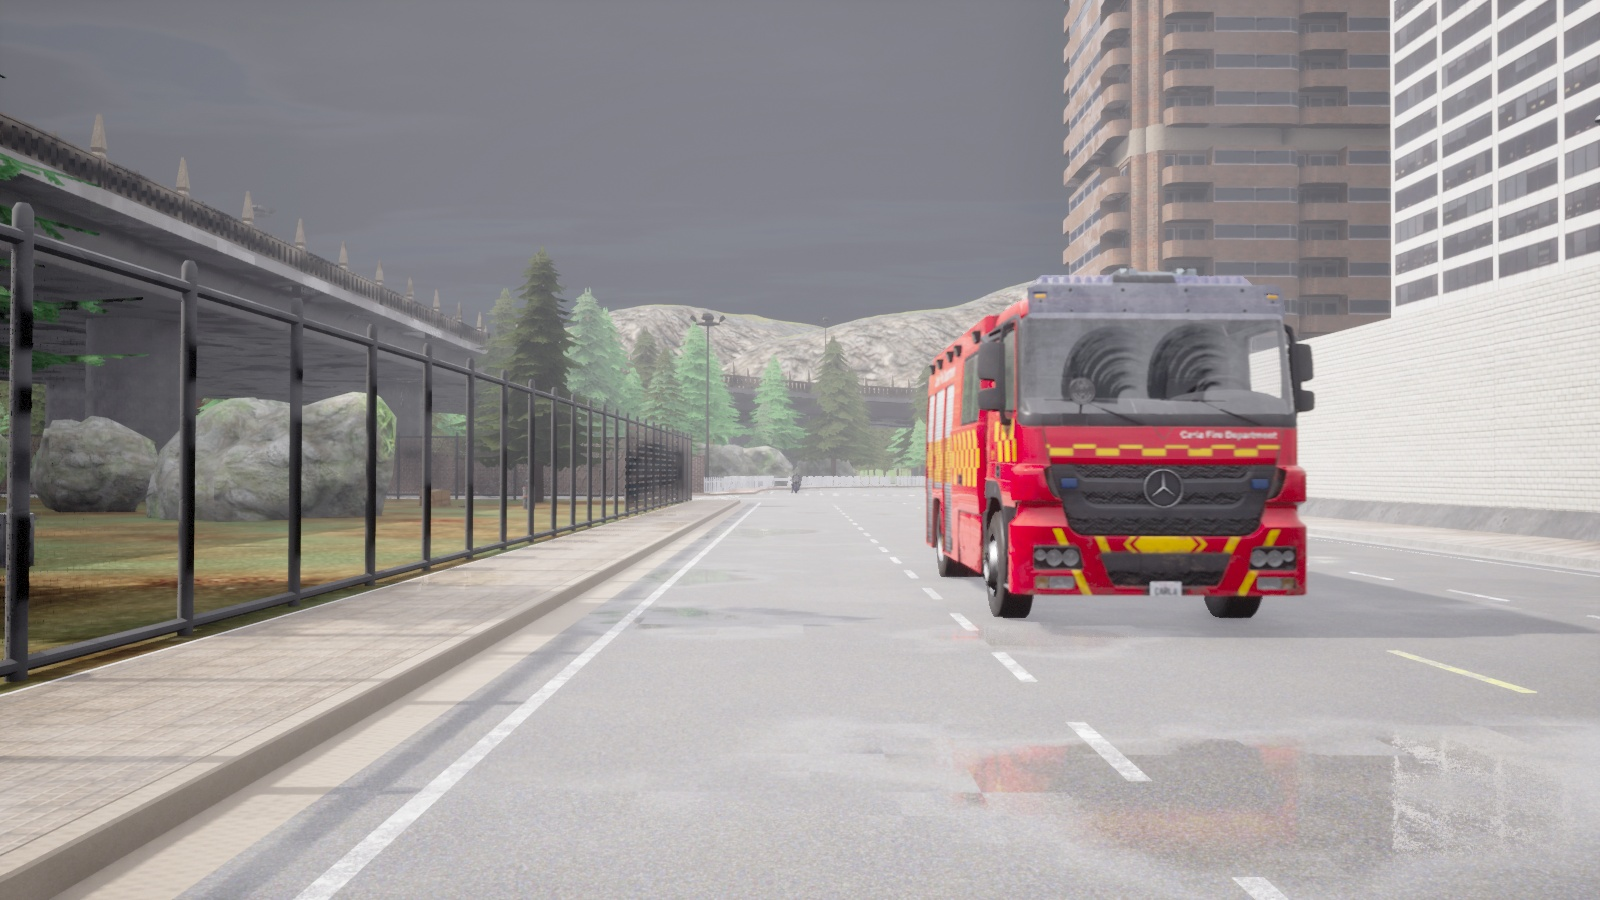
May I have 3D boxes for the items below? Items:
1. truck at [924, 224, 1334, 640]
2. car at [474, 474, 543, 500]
[{"bbox_3d":[3.451,-0.099,15.811,2.891,3.827,8.468,0,-1,0],"label":"truck"},{"bbox_3d":[-17.256,2.200,74.441,3.633,1.501,1.845,0,-1,0],"label":"car"}]
